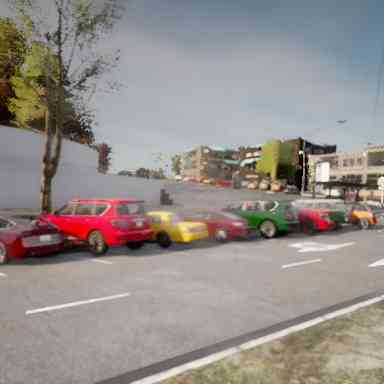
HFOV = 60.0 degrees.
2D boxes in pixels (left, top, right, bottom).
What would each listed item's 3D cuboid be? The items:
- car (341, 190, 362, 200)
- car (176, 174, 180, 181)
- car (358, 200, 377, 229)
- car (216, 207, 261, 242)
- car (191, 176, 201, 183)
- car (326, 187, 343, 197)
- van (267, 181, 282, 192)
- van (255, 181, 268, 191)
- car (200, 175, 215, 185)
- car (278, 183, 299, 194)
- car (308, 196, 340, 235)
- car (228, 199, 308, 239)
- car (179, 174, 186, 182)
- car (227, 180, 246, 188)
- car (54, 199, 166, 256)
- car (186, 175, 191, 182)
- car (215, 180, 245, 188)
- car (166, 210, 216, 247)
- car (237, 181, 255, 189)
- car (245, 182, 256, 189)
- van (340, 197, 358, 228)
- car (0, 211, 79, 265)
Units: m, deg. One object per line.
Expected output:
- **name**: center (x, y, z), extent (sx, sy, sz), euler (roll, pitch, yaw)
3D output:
- **car**: center (25.563, 0.678, 52.486), extent (2.002, 1.452, 4.674), euler (7, 3, 35)
- **car**: center (-2.226, -3.819, 91.746), extent (2.435, 2.045, 5.566), euler (1, -2, 34)
- **car**: center (10.690, 1.641, 23.972), extent (4.553, 1.767, 2.185), euler (-1, -1, 35)
- **car**: center (0.807, 1.658, 17.080), extent (4.674, 1.452, 2.002), euler (-1, -1, 35)
- **car**: center (3.071, -3.154, 84.463), extent (2.435, 2.045, 5.566), euler (7, 3, 34)
- **car**: center (23.874, 0.116, 54.960), extent (2.435, 2.045, 5.566), euler (7, 3, 35)
- **van**: center (16.904, -0.949, 64.708), extent (1.878, 1.987, 4.442), euler (8, 3, 35)
- **van**: center (15.175, -1.221, 67.179), extent (1.878, 1.987, 4.442), euler (8, 3, 35)
- **car**: center (4.919, -2.630, 82.202), extent (1.946, 1.575, 5.366), euler (7, 3, 34)
- **car**: center (18.662, -0.449, 62.344), extent (2.231, 1.521, 4.892), euler (7, 3, 35)
- **car**: center (5.747, 1.441, 20.548), extent (5.566, 2.045, 2.435), euler (-1, -2, 35)
- **car**: center (3.235, 1.404, 18.841), extent (5.566, 2.045, 2.435), euler (-1, -1, 35)
- **car**: center (-0.455, -3.541, 89.398), extent (2.185, 1.767, 4.553), euler (4, 0, 33)
- **car**: center (10.024, -1.773, 74.692), extent (2.002, 1.452, 4.674), euler (7, 3, 35)
- **car**: center (-4.113, 1.294, 13.622), extent (5.566, 2.045, 2.435), euler (-1, -1, 34)
- **car**: center (1.276, -3.306, 86.929), extent (2.185, 1.767, 4.553), euler (6, 2, 34)
- **car**: center (7.176, -1.486, 63.129), extent (1.882, 1.535, 5.008), euler (3, 4, -35)
- **car**: center (-1.797, 1.580, 15.450), extent (5.366, 1.575, 1.946), euler (-1, -1, 35)
- **car**: center (11.767, -1.499, 72.230), extent (2.002, 1.452, 4.674), euler (8, 3, 35)
- **car**: center (13.598, -1.266, 69.909), extent (1.946, 1.575, 5.366), euler (7, 3, 35)
- **van**: center (8.283, 1.503, 22.220), extent (4.442, 1.987, 1.878), euler (-1, -2, 35)
- **car**: center (-6.558, 1.538, 11.873), extent (4.792, 1.488, 2.163), euler (-1, -1, 34)
